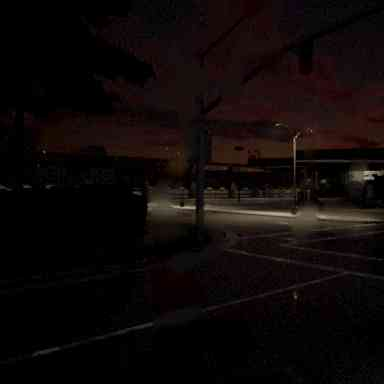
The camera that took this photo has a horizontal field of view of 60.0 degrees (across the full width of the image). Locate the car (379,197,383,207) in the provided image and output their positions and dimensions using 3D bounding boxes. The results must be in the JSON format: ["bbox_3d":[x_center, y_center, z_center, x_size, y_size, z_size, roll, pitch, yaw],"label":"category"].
[{"bbox_3d":[25.378,1.454,47.192,1.970,1.475,3.806,0,0,-35],"label":"car"}]

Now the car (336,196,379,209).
[{"bbox_3d":[21.112,1.294,43.268,2.242,1.667,4.611,0,0,-35],"label":"car"}]
